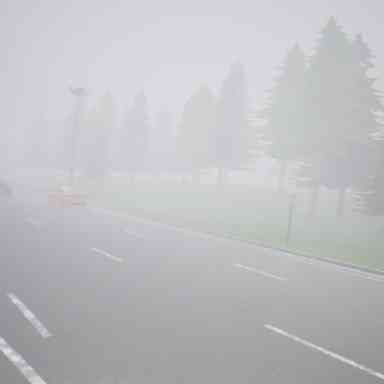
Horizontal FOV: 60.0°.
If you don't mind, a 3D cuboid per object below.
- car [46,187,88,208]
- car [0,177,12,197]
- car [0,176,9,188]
[{"bbox_3d":[-10.295,0.350,27.168,1.882,1.535,5.008,6,0,-42],"label":"car"},{"bbox_3d":[-17.987,-0.464,30.457,2.128,1.511,4.902,6,0,-42],"label":"car"},{"bbox_3d":[-26.454,-1.418,44.997,1.812,1.442,4.674,6,0,-42],"label":"car"}]
